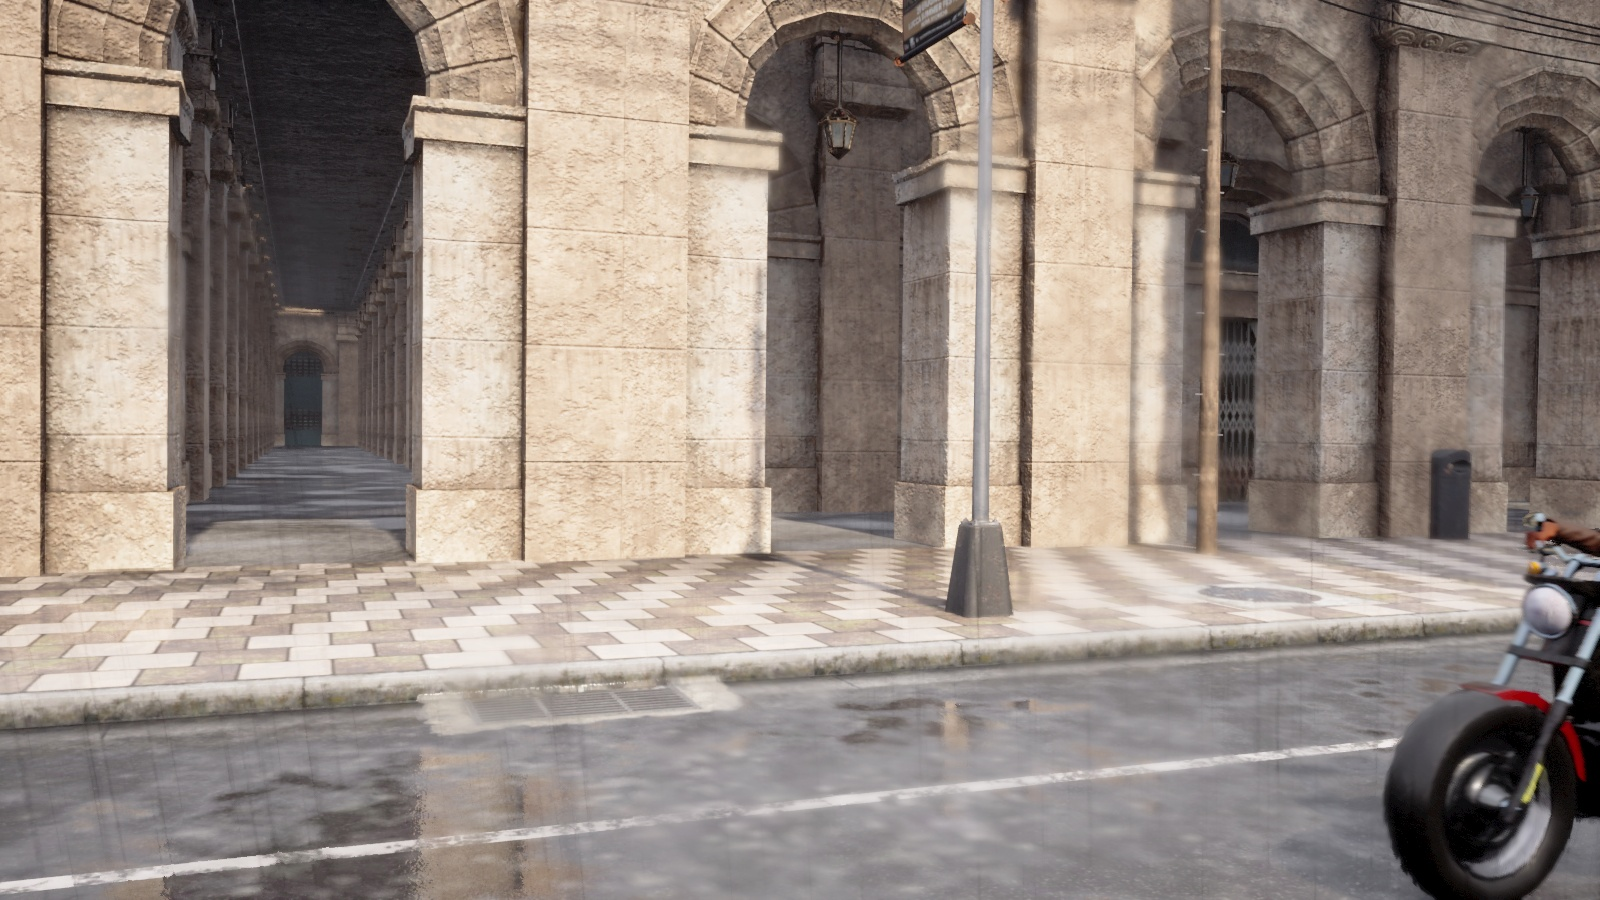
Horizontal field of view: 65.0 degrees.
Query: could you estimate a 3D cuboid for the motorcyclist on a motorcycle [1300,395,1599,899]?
[{"bbox_3d":[2.966,0.645,4.386,2.350,1.649,0.766,-1,1,-20],"label":"motorcyclist on a motorcycle"}]
